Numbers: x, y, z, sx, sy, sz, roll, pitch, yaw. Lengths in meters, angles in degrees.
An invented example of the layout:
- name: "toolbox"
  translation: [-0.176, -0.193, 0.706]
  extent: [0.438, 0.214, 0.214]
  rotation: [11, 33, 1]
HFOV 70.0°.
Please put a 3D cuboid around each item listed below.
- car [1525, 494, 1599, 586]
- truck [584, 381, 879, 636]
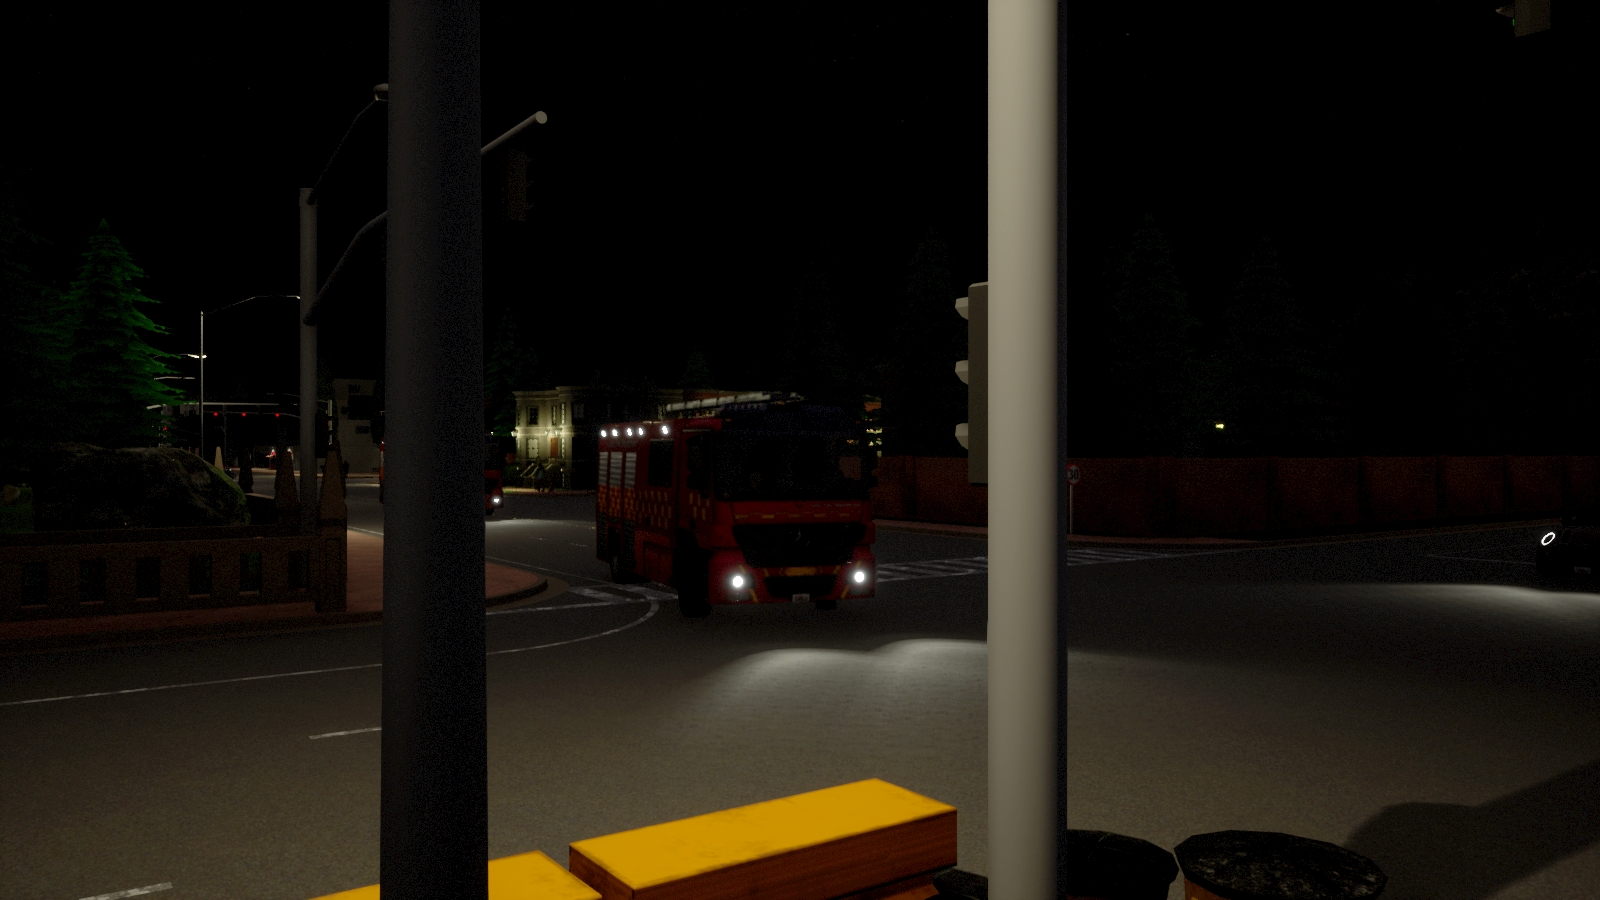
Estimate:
- name: "car"
  translation: [18.010, 1.906, 24.946]
  extent: [4.553, 1.767, 2.097]
  rotation: [0, 0, -35]
- name: "truck"
  translation: [-1.725, 0.890, 21.632]
  extent: [2.891, 3.827, 8.468]
  rotation: [0, 0, -23]
